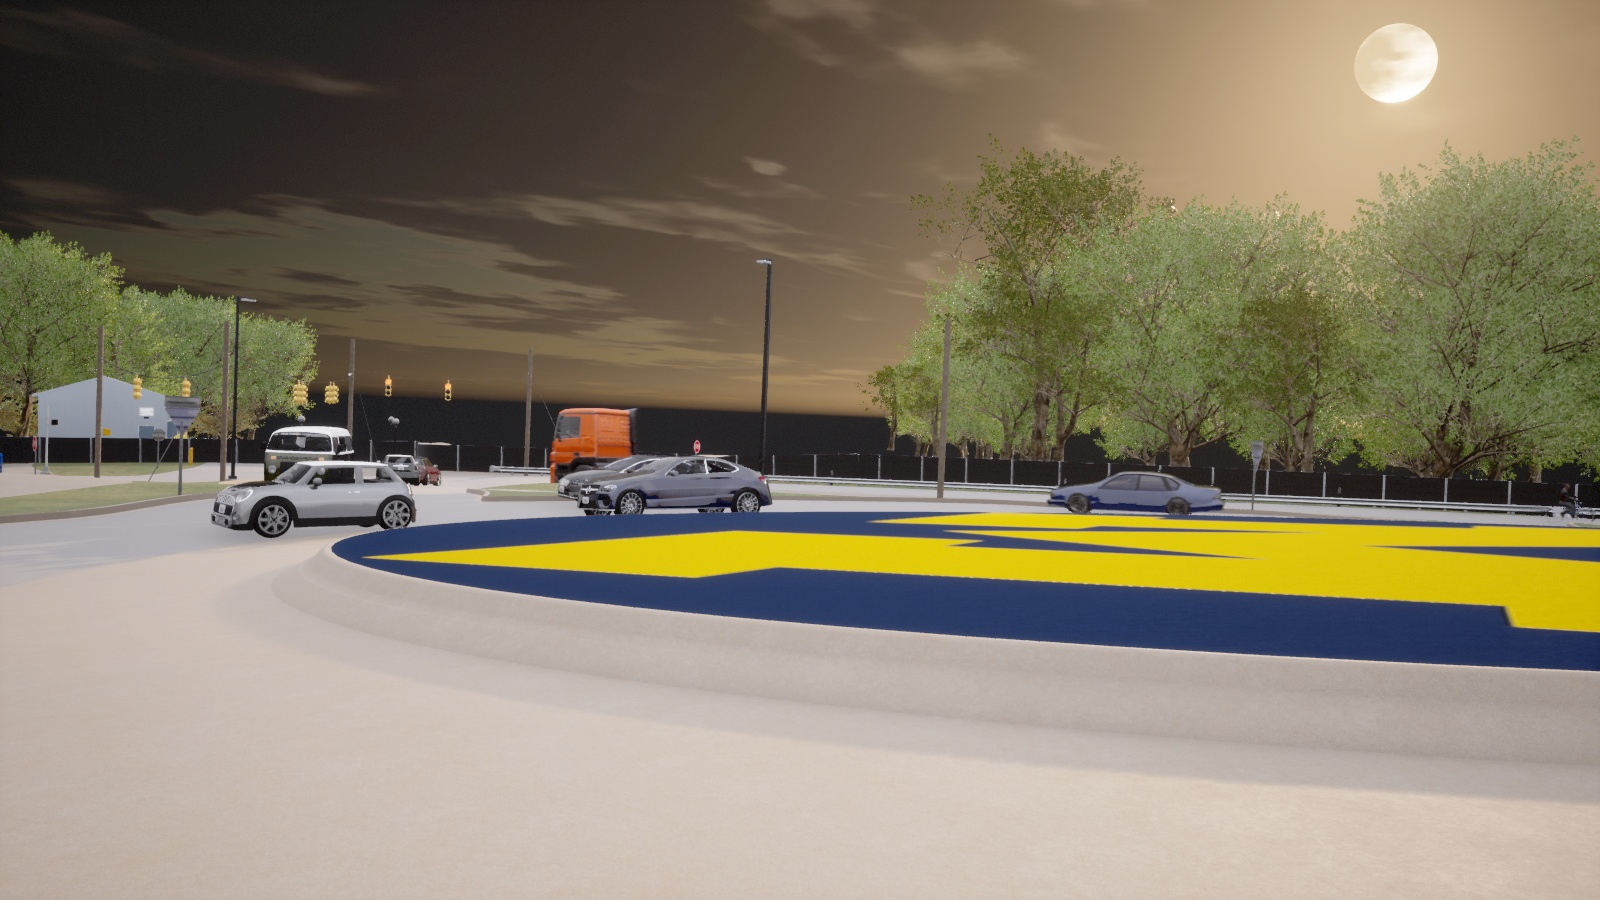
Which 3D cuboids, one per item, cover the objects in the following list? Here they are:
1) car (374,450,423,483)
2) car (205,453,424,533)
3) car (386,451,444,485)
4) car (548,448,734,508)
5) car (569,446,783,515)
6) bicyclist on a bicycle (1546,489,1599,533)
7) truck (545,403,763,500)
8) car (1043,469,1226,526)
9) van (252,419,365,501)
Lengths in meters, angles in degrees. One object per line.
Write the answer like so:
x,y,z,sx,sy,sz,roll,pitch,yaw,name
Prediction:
-19.600,0.793,61.195,1.970,1.475,3.806,2,-1,-22,car
-10.115,0.857,26.275,3.806,1.475,1.970,1,2,-40,car
-21.370,1.013,69.832,2.097,1.767,4.553,3,-1,-5,car
-4.636,0.829,36.848,4.902,1.511,2.128,2,2,-30,car
-3.146,0.800,32.222,5.027,1.651,2.152,2,-1,-33,car
33.840,2.651,55.049,1.843,1.776,0.659,3,1,27,bicyclist on a bicycle
-5.619,0.024,48.075,7.936,3.462,2.891,1,-1,28,truck
10.507,1.449,39.452,5.357,1.411,2.033,2,2,20,car
-13.517,0.253,34.791,2.069,2.038,4.480,3,0,-11,van
